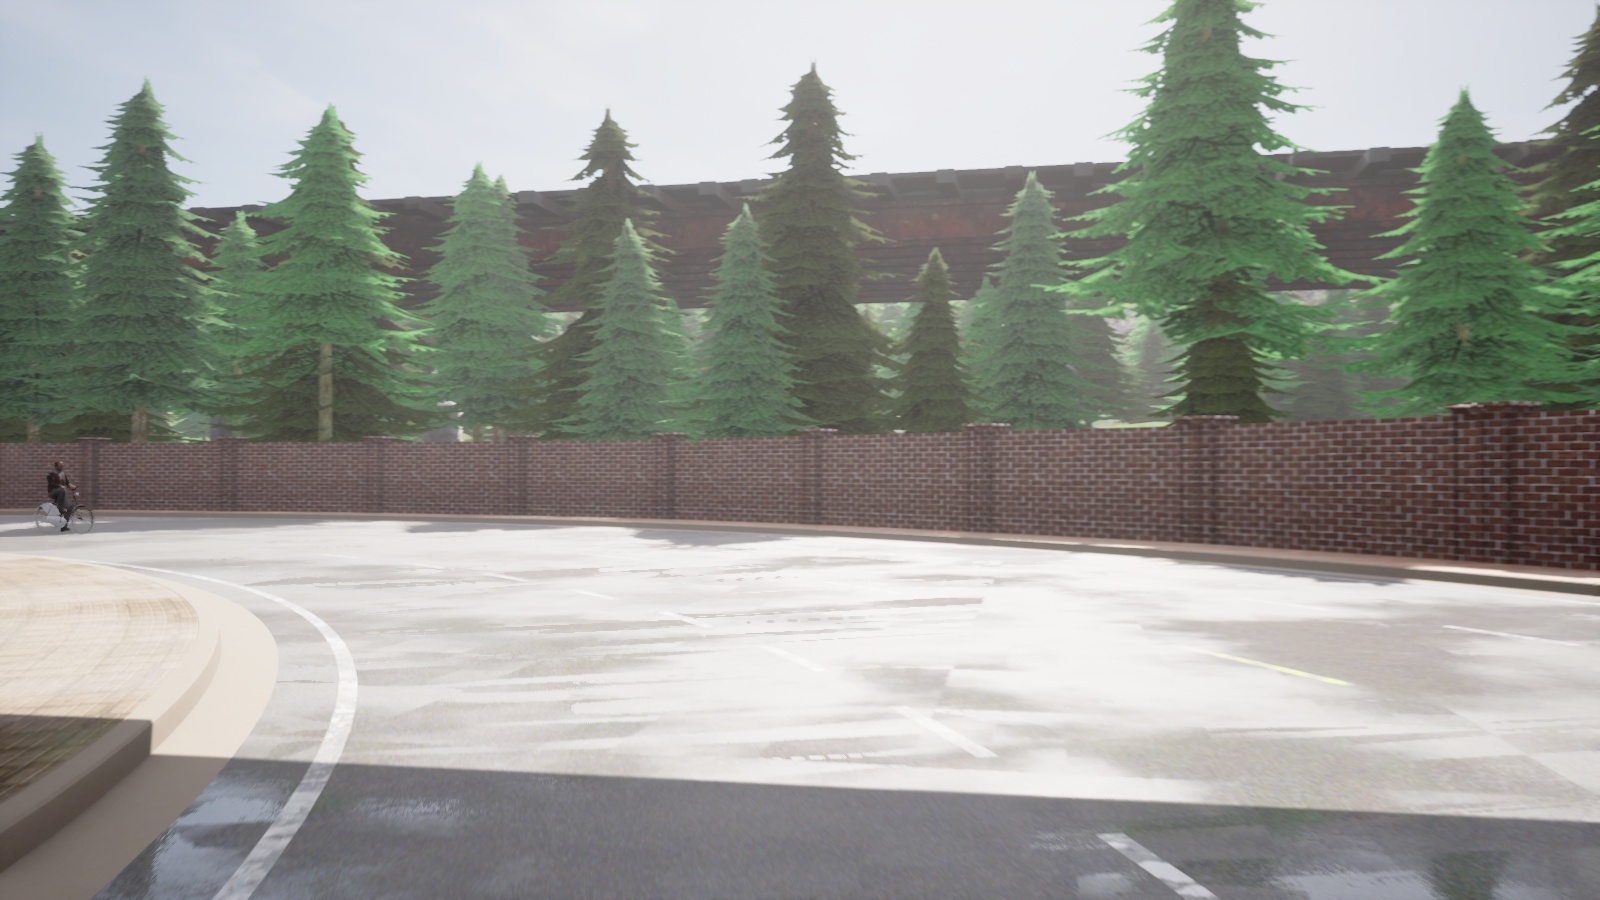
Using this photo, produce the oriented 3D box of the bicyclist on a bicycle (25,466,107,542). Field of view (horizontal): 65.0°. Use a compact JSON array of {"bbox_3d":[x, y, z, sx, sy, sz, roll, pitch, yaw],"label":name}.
[{"bbox_3d":[-17.618,1.285,30.134,1.843,1.776,0.659,-1,-1,19],"label":"bicyclist on a bicycle"}]
